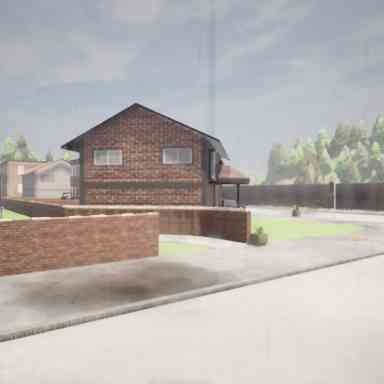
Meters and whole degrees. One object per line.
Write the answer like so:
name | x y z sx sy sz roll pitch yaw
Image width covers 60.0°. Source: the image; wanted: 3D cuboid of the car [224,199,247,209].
car | 4.510 1.547 39.310 1.994 1.385 4.181 0 0 -35

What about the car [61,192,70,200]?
car | -14.084 0.966 38.794 1.905 1.878 3.866 0 0 -35

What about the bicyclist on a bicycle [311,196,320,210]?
bicyclist on a bicycle | 14.682 1.327 39.508 1.656 1.620 0.582 0 0 -36
